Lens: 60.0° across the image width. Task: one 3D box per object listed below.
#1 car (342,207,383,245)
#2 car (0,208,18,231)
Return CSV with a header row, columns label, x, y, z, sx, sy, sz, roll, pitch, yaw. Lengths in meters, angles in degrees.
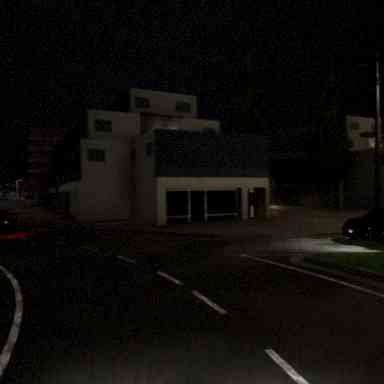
label,x,y,z,sx,sy,sz,roll,pitch,yaw
car,8.936,1.370,14.475,4.892,1.490,1.837,-1,0,-15
car,-13.202,1.698,20.995,5.008,1.535,1.882,-1,0,29
